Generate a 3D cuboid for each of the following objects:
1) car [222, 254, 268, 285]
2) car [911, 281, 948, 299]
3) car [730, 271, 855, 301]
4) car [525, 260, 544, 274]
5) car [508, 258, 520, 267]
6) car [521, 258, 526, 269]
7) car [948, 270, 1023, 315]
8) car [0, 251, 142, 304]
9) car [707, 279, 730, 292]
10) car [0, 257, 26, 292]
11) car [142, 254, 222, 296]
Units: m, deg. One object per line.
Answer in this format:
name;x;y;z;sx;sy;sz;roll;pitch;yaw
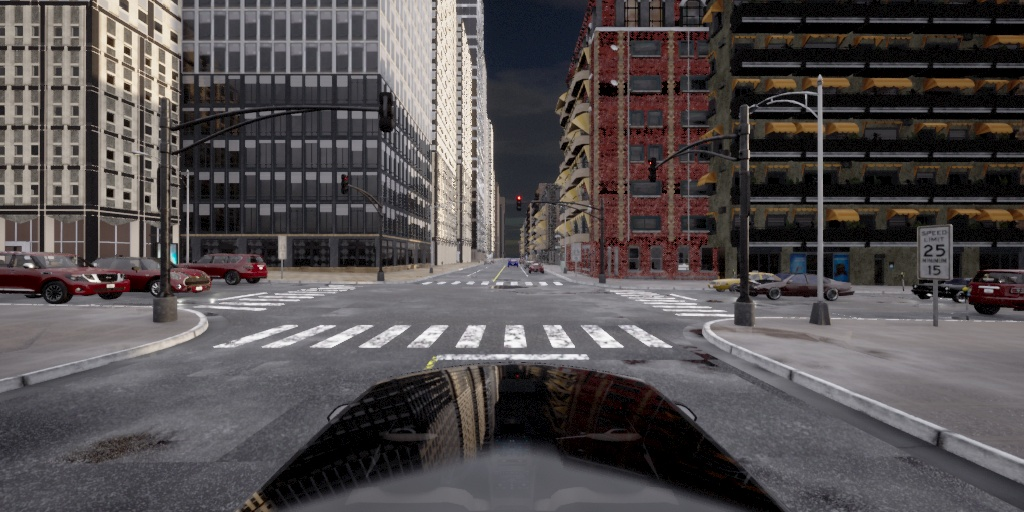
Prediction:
car;-17.684;0.776;21.780;5.009;1.841;2.192;0;0;0
car;24.886;1.839;19.507;4.718;1.301;1.895;1;0;-1
car;15.256;1.610;19.435;5.357;1.411;2.033;1;0;0
car;2.791;1.341;41.734;1.802;1.307;4.207;0;0;0
car;0.180;1.251;65.086;1.882;1.535;5.008;0;0;0
car;2.757;1.317;54.651;2.007;1.370;4.403;0;0;0
car;20.614;1.461;13.718;5.009;1.841;2.192;0;0;0
car;-17.560;0.757;13.401;5.009;1.841;2.192;0;0;0
car;14.656;1.587;22.022;4.829;1.417;1.751;0;0;0
car;-25.385;0.781;15.930;5.008;1.535;1.882;1;0;0
car;-16.271;0.825;16.035;4.553;1.767;2.097;1;0;-2
